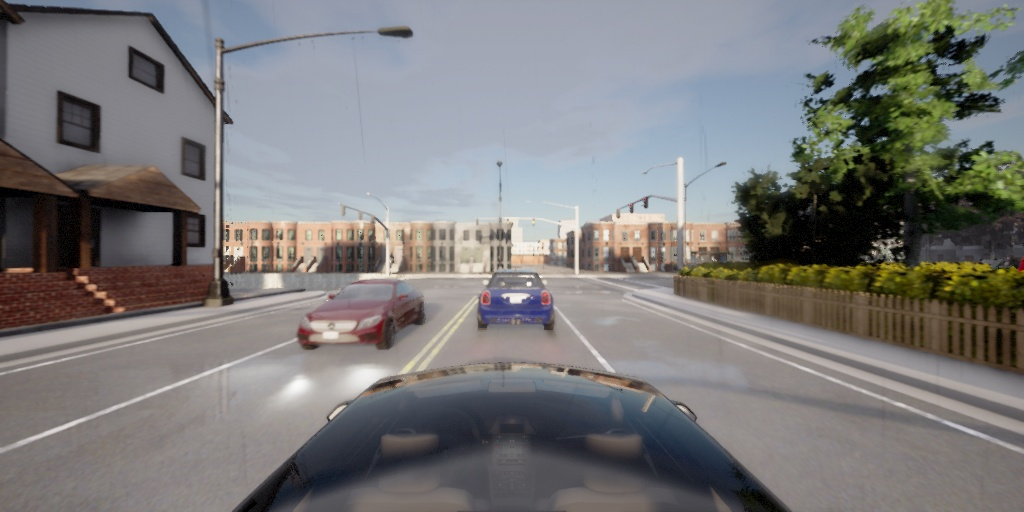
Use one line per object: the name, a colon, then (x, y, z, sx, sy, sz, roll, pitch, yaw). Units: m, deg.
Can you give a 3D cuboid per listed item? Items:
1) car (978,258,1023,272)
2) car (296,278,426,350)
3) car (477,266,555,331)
car: (43.858, 1.173, 32.286, 5.566, 2.045, 2.150, 0, 0, 0)
car: (-3.560, 1.325, 9.395, 1.812, 1.442, 4.674, 0, 0, 0)
car: (0.102, 1.166, 11.444, 2.097, 1.767, 4.553, 0, 0, 0)
